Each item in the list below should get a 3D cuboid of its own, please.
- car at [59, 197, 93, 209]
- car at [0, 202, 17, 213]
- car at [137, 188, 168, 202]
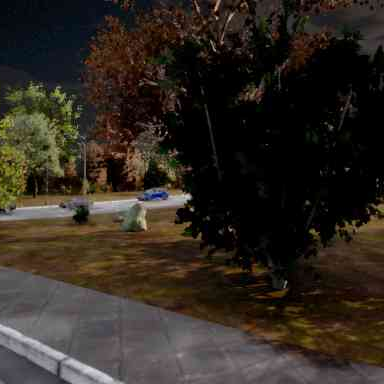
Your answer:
[{"bbox_3d":[-14.757,1.385,42.416,1.994,1.385,4.181,0,2,38],"label":"car"},{"bbox_3d":[-21.024,1.534,34.692,2.128,1.511,4.902,0,1,39],"label":"car"},{"bbox_3d":[-6.173,0.469,52.952,2.150,2.045,5.566,0,4,39],"label":"car"}]
